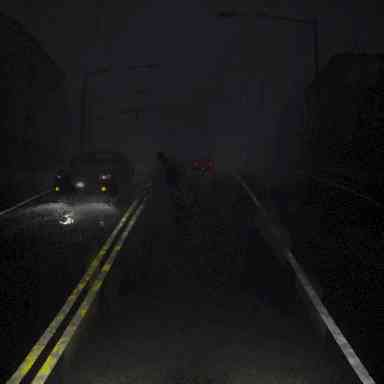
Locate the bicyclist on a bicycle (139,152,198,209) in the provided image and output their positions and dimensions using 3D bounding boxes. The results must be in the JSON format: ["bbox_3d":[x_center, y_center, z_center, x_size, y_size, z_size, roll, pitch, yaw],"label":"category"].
[{"bbox_3d":[-0.677,-0.289,9.161,1.656,1.620,0.582,-1,12,5],"label":"bicyclist on a bicycle"}]

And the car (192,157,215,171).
[{"bbox_3d":[1.001,-2.304,28.923,1.895,1.301,4.718,0,2,3],"label":"car"}]

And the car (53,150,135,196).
[{"bbox_3d":[-3.333,-0.785,11.963,1.994,1.385,4.181,0,11,2],"label":"car"}]
